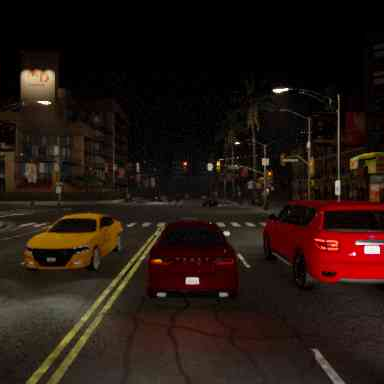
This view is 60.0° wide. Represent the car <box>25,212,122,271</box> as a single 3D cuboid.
[{"bbox_3d":[-3.651,1.477,11.098,1.882,1.535,5.008,0,0,0],"label":"car"}]

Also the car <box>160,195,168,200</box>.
[{"bbox_3d":[-7.633,1.494,90.597,1.837,1.490,4.892,0,0,0],"label":"car"}]

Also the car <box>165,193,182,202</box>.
[{"bbox_3d":[-4.008,1.221,72.940,2.150,2.045,5.566,0,0,0],"label":"car"}]

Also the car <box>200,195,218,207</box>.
[{"bbox_3d":[2.820,1.598,50.435,1.895,1.301,4.718,0,0,12],"label":"car"}]

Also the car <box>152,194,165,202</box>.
[{"bbox_3d":[-7.502,1.548,72.160,1.994,1.385,4.181,0,0,0],"label":"car"}]

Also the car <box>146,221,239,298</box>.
[{"bbox_3d":[0.010,1.477,8.579,1.882,1.535,5.008,0,0,0],"label":"car"}]

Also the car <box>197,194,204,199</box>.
[{"bbox_3d":[2.914,1.520,84.083,2.128,1.511,4.902,0,0,0],"label":"car"}]

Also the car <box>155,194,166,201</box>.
[{"bbox_3d":[-7.562,1.350,80.532,2.097,1.767,4.553,0,0,0],"label":"car"}]

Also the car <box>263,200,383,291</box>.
[{"bbox_3d":[3.507,1.221,9.156,2.150,2.045,5.566,0,0,0],"label":"car"}]
